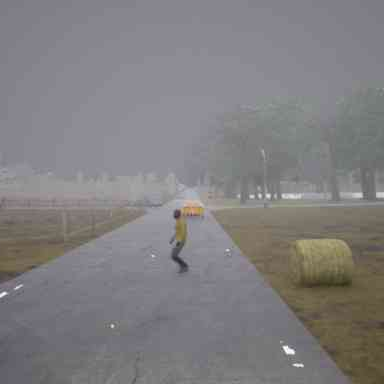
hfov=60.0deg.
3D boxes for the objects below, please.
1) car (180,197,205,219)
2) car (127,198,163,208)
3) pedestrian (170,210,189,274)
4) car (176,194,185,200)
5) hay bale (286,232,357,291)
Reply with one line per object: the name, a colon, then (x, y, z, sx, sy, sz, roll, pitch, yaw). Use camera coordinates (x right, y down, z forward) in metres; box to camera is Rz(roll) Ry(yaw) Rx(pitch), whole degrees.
car: (0.092, 1.462, 29.216, 1.882, 1.535, 5.008, 0, 0, 0)
car: (-6.630, 1.487, 46.441, 5.357, 1.411, 2.033, -1, -1, 29)
pedestrian: (-0.330, 1.293, 9.015, 0.375, 1.860, 0.375, 1, -1, -5)
car: (-2.719, 1.276, 81.227, 1.994, 1.385, 4.181, 0, 1, 0)
hay bale: (3.117, 1.655, 8.169, 1.220, 1.180, 1.240, -1, -1, 0)
